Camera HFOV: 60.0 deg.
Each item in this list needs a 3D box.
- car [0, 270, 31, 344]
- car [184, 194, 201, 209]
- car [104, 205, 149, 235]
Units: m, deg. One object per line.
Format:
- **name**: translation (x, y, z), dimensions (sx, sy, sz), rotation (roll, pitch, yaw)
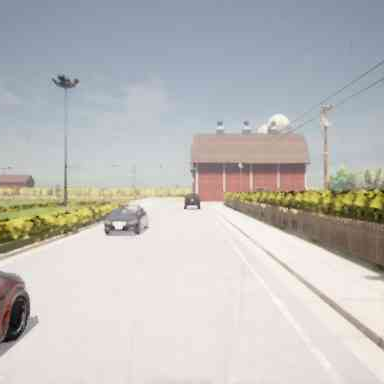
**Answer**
- **car**: translation (-3.597, 1.564, 3.684), dimensions (1.994, 1.385, 4.181), rotation (0, 0, 0)
- **car**: translation (0.043, 1.210, 45.408), dimensions (2.150, 2.045, 5.566), rotation (0, 0, 0)
- **car**: translation (-3.587, 1.487, 18.829), dimensions (2.128, 1.511, 4.902), rotation (0, 0, 0)
